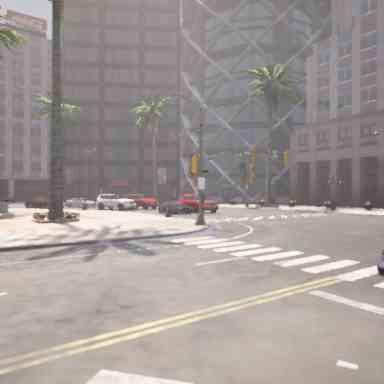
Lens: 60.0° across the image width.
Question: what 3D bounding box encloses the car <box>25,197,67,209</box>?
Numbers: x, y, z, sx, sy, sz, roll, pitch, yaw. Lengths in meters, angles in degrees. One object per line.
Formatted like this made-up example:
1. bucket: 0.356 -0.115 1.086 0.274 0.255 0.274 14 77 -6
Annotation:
1. car: -20.741 1.522 46.623 5.008 1.535 1.882 0 0 8

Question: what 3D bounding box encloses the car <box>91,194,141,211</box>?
1. car: -9.820 1.295 42.843 5.566 2.045 2.150 0 0 29

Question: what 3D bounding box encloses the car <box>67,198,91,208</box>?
1. car: -16.320 1.592 49.207 4.674 1.442 1.812 0 0 14

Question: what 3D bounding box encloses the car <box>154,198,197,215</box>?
1. car: -1.853 1.647 35.737 1.994 1.385 4.181 0 0 -39

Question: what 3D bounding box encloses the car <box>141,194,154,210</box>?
1. car: -7.021 1.310 45.145 5.566 2.045 2.150 0 0 32

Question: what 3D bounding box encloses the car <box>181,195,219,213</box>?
1. car: 0.678 1.320 38.239 2.150 2.045 5.566 0 0 -38

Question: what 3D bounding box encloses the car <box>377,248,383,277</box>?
1. car: 6.875 1.594 8.823 5.357 1.411 2.033 0 0 -38

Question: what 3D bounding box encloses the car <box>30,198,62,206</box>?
1. car: -25.174 1.657 57.557 4.718 1.301 1.895 0 0 1
